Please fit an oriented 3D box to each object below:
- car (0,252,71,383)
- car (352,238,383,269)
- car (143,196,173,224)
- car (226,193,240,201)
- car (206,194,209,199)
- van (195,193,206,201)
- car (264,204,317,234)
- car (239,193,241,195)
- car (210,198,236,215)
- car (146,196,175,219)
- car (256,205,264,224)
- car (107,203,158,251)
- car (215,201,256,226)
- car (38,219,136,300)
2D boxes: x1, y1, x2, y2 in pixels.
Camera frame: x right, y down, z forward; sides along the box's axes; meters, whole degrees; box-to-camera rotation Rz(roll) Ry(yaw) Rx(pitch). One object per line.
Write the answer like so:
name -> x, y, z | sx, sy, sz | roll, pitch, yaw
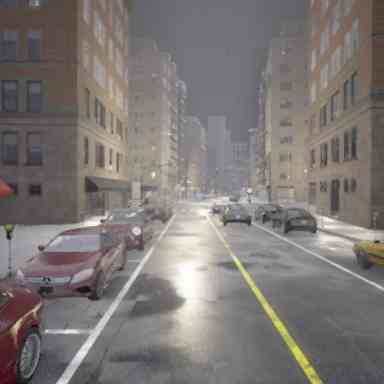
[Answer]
car -> -2.691, 1.571, 2.736 | 1.802, 1.307, 4.206 | 0, 0, 0
car -> 5.817, 1.546, 8.451 | 1.752, 1.417, 4.829 | 0, 0, 0
car -> -2.759, 1.294, 24.767 | 2.192, 1.841, 5.009 | 0, 0, 0
car -> 8.533, 1.520, 69.144 | 1.947, 1.339, 4.313 | 0, 0, 9
car -> 2.608, 1.314, 86.736 | 1.967, 1.590, 4.097 | 0, 0, 9
van -> 1.774, 1.225, 81.303 | 1.690, 1.788, 3.998 | 0, 0, 9
car -> 5.785, 1.581, 19.293 | 1.947, 1.339, 4.313 | 0, 0, 0
car -> 10.201, 1.496, 80.010 | 1.947, 1.339, 4.313 | 0, 0, 9
car -> 2.892, 1.594, 33.494 | 1.895, 1.301, 4.718 | 0, 0, 0
car -> -2.775, 1.290, 30.275 | 2.192, 1.841, 5.009 | 0, 0, 0
car -> 5.768, 1.578, 24.800 | 1.947, 1.339, 4.313 | 0, 0, 0
car -> -2.725, 1.426, 13.752 | 1.967, 1.590, 4.097 | 0, 0, 0
car -> 2.968, 1.566, 23.519 | 1.994, 1.385, 4.181 | 0, 0, 0
car -> -2.707, 1.570, 8.244 | 1.802, 1.307, 4.206 | 0, 0, 0
